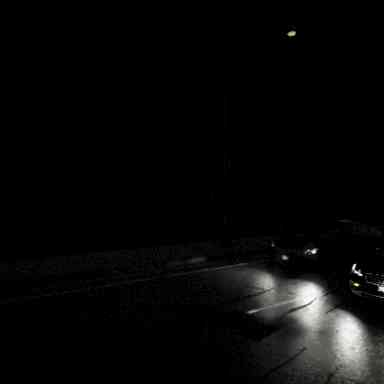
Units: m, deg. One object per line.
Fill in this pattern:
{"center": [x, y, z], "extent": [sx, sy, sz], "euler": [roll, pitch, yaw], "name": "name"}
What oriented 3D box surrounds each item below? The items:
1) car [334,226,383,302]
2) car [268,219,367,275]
{"center": [5.572, 1.603, 7.649], "extent": [4.892, 1.490, 1.837], "euler": [1, 0, -35], "name": "car"}
{"center": [4.568, 1.637, 10.925], "extent": [4.674, 1.442, 1.812], "euler": [1, 0, -35], "name": "car"}
